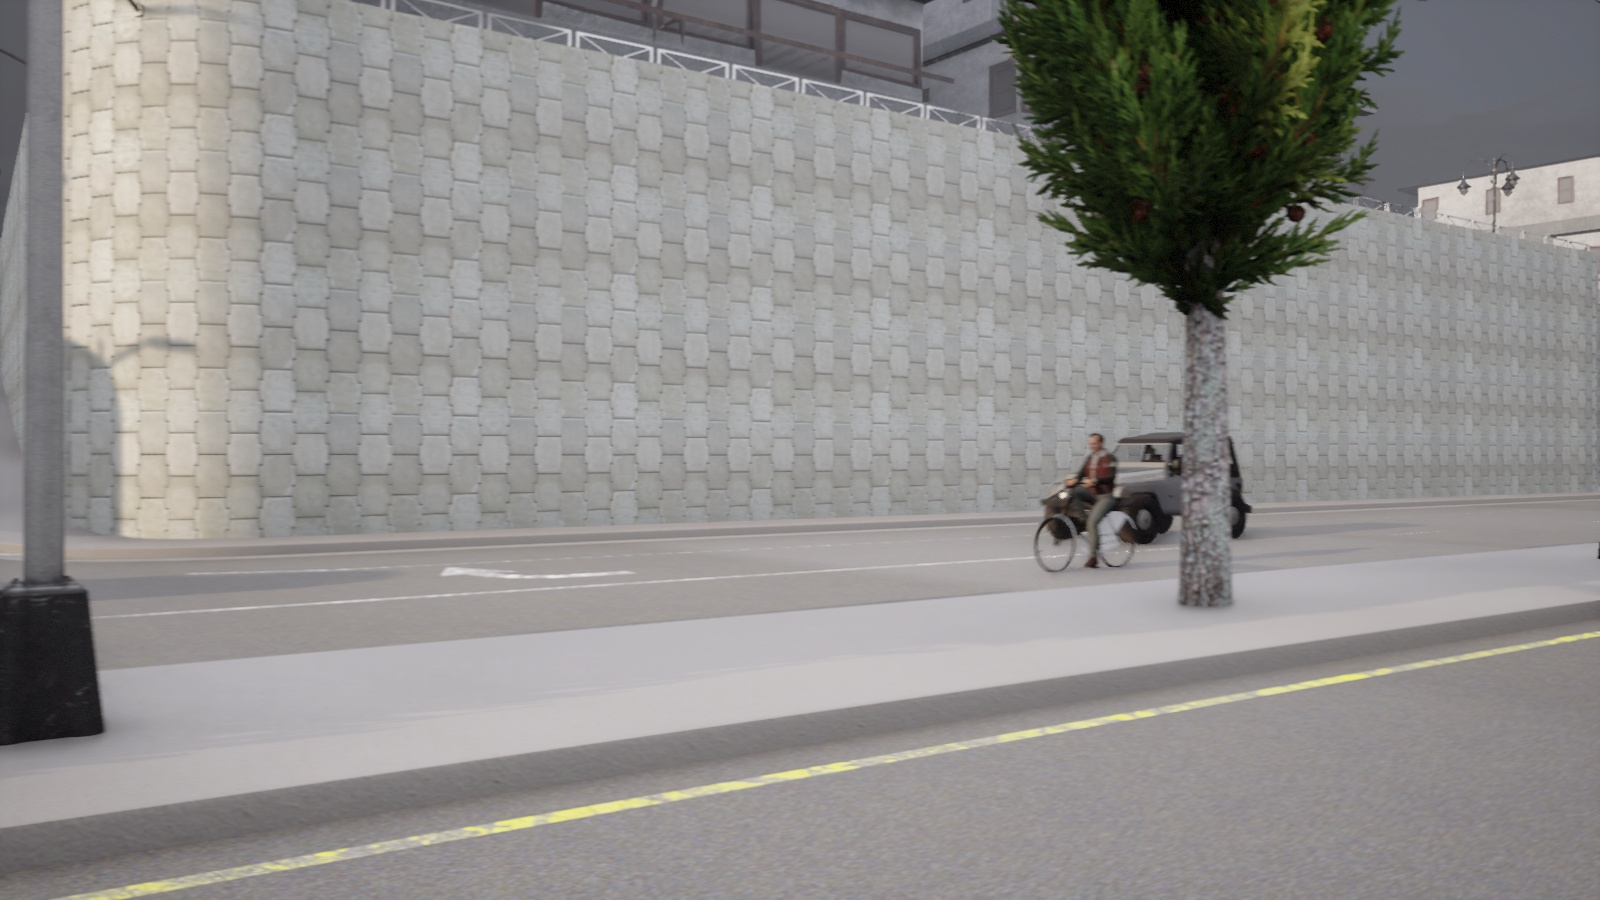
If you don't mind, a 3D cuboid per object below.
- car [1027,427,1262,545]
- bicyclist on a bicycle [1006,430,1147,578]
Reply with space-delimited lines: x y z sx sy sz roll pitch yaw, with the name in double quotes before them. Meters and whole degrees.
"car" 6.020 0.582 21.861 3.866 1.878 1.905 0 0 -35
"bicyclist on a bicycle" 3.497 0.647 15.840 1.843 1.776 0.659 0 0 -35
